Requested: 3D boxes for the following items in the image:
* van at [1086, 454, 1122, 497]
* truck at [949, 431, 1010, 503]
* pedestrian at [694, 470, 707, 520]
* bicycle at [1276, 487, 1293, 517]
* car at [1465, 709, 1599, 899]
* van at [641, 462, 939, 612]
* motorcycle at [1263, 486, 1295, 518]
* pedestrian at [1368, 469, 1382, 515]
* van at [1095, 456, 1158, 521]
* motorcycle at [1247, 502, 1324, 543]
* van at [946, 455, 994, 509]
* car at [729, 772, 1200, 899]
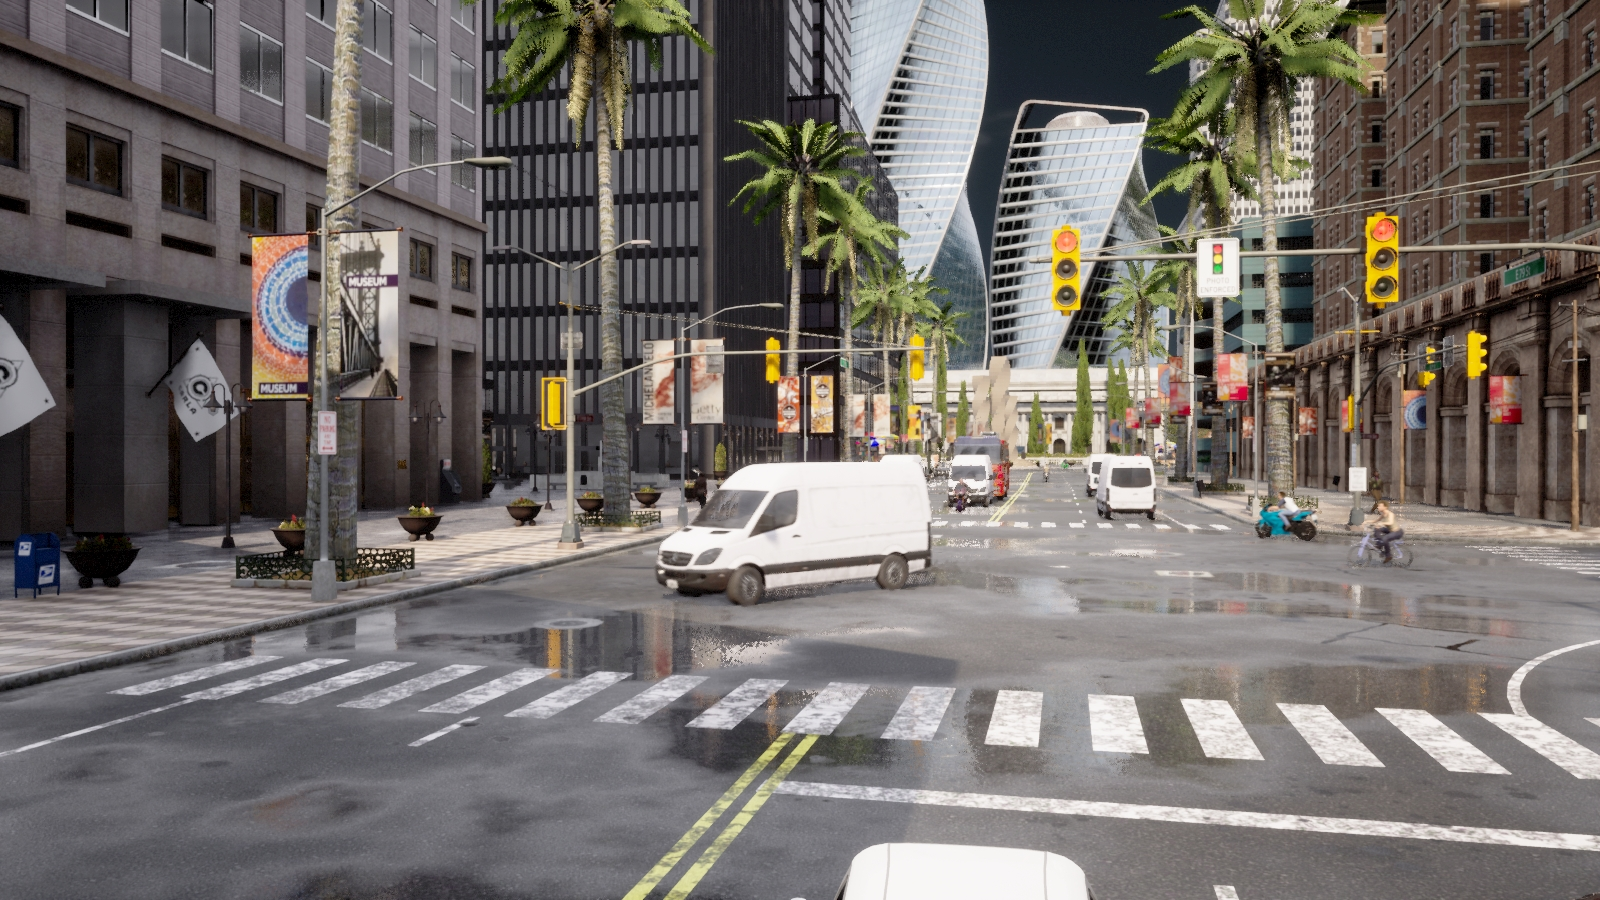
[{"bbox_3d":[18.958,1.534,71.484,1.988,2.561,5.915,0,0,13],"label":"van"},{"bbox_3d":[10.323,0.890,65.040,2.891,3.827,8.468,0,0,13],"label":"truck"},{"bbox_3d":[-3.775,1.697,43.285,0.375,1.860,0.375,0,0,19],"label":"pedestrian"},{"bbox_3d":[20.524,2.206,48.420,0.373,1.196,1.643,0,0,13],"label":"bicycle"},{"bbox_3d":[3.753,1.992,2.523,2.152,1.651,5.027,0,0,7],"label":"car"},{"bbox_3d":[-0.058,1.534,22.444,5.915,2.561,1.988,0,-1,-40],"label":"van"},{"bbox_3d":[20.463,2.205,48.863,0.867,1.251,2.209,0,0,13],"label":"motorcycle"},{"bbox_3d":[23.294,1.697,46.261,0.375,1.860,0.375,0,0,-2],"label":"pedestrian"},{"bbox_3d":[13.668,1.534,48.117,1.988,2.561,5.915,0,0,10],"label":"van"},{"bbox_3d":[14.976,2.212,35.278,0.803,1.145,2.033,1,-1,-38],"label":"motorcycle"},{"bbox_3d":[8.600,1.534,57.397,1.988,2.561,5.915,0,0,13],"label":"van"},{"bbox_3d":[0.558,2.120,3.851,1.481,1.376,2.207,0,0,9],"label":"car"}]
